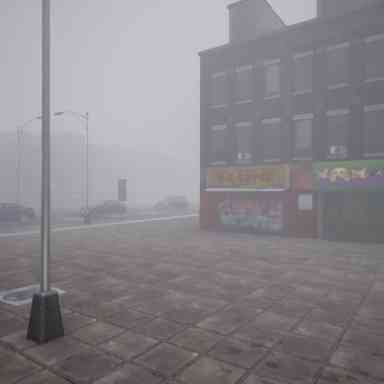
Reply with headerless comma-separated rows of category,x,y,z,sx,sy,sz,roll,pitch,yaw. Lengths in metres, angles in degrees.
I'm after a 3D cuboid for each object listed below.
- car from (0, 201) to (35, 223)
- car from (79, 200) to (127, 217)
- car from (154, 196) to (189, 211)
car,-13.391,1.432,22.730,1.882,1.535,5.008,0,0,35
car,-8.018,1.445,30.378,1.812,1.442,4.674,0,0,35
car,-2.289,1.236,38.520,2.097,1.767,4.553,0,0,35
